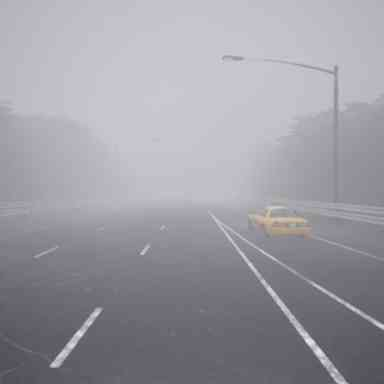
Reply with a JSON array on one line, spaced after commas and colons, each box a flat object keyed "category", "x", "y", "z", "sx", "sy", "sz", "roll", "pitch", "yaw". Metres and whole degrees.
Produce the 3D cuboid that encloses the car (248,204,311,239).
[{"category": "car", "x": 4.079, "y": 1.346, "z": 16.504, "sx": 1.801, "sy": 1.575, "sz": 5.366, "roll": 0, "pitch": 1, "yaw": -3}]
